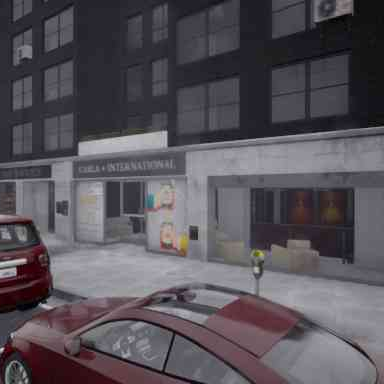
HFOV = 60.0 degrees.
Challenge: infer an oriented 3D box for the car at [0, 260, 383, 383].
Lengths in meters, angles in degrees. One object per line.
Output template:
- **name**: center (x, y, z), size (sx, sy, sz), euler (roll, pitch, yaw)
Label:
- **car**: center (-0.137, 1.582, 3.170), size (4.206, 1.307, 1.802), euler (0, 0, 35)

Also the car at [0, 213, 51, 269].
- **car**: center (-4.752, 1.314, 6.448), size (5.009, 1.841, 2.192), euler (0, 0, 35)
